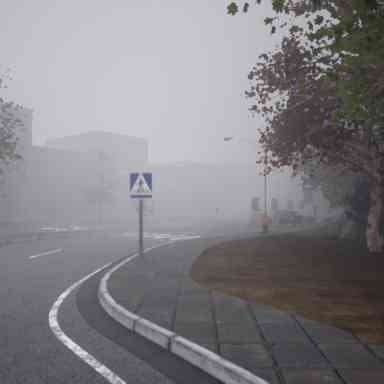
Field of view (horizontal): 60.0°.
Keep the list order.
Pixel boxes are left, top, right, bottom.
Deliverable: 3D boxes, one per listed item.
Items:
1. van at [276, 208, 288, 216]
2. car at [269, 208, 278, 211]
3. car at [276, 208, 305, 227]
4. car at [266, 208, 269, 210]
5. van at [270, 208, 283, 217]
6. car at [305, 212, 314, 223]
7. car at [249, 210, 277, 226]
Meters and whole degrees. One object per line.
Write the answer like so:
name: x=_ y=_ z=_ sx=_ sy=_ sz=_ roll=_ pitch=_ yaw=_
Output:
van: x=23.170 y=5.100 z=85.101 sx=1.878 sy=1.987 sz=4.442 roll=0 pitch=-2 yaw=30
car: x=14.825 y=3.941 z=54.365 sx=2.150 sy=2.045 sz=5.566 roll=0 pitch=-2 yaw=31
car: x=13.702 y=3.654 z=46.163 sx=2.150 sy=2.045 sz=5.566 roll=0 pitch=-2 yaw=30
car: x=17.602 y=4.681 z=75.618 sx=2.435 sy=2.045 sz=5.566 roll=0 pitch=-2 yaw=30
van: x=20.362 y=4.903 z=80.321 sx=1.878 sy=1.987 sz=4.442 roll=0 pitch=-2 yaw=30
car: x=19.052 y=4.434 z=55.398 sx=1.895 sy=1.301 sz=4.718 roll=0 pitch=-2 yaw=30
car: x=9.433 y=3.651 z=45.073 sx=2.097 sy=1.767 sz=4.553 roll=0 pitch=-3 yaw=30
